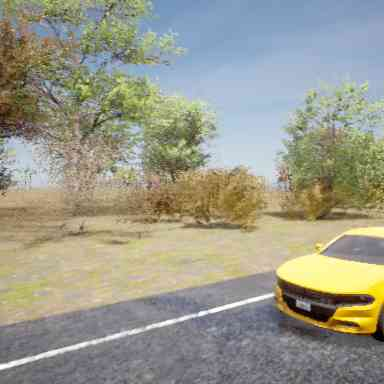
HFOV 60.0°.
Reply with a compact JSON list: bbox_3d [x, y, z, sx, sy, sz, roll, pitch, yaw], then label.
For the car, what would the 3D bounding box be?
[{"bbox_3d":[3.774,1.479,6.621,5.008,1.535,1.882,0,0,-35],"label":"car"}]
